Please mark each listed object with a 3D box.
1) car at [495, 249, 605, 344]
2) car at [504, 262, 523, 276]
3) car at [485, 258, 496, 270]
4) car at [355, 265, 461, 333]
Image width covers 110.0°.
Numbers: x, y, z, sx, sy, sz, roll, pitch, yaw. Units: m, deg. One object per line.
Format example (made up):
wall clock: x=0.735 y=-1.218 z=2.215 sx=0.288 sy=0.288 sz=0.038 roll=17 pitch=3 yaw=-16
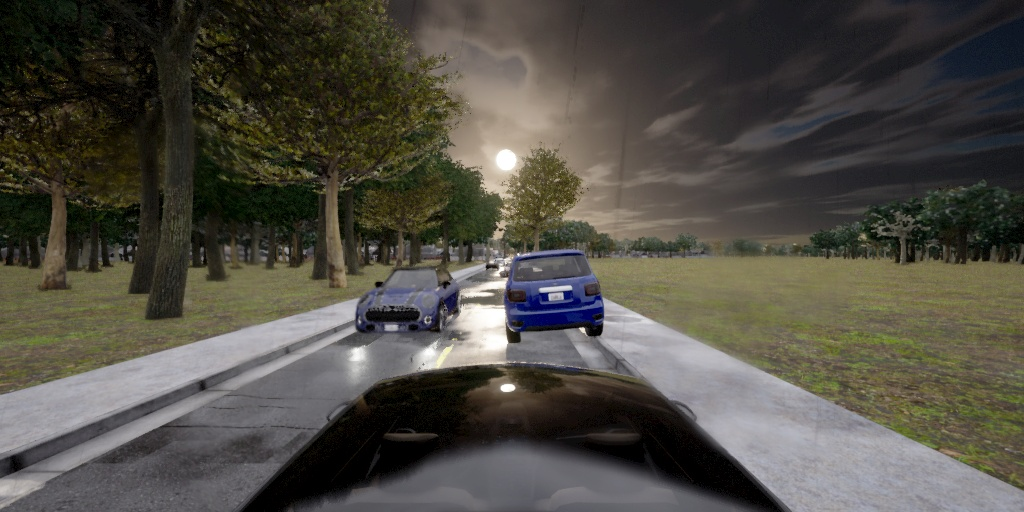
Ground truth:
car: x=0.882 y=0.897 z=9.771 sx=2.150 sy=2.045 sz=5.566 roll=-5 pitch=0 yaw=0
car: x=0.121 y=1.352 z=38.265 sx=1.895 sy=1.301 sz=4.718 roll=0 pitch=0 yaw=0
car: x=-2.789 y=1.352 z=51.108 sx=1.895 sy=1.301 sz=4.718 roll=0 pitch=0 yaw=0
car: x=-2.839 y=1.102 z=10.702 sx=2.097 sy=1.767 sz=4.553 roll=0 pitch=0 yaw=0
